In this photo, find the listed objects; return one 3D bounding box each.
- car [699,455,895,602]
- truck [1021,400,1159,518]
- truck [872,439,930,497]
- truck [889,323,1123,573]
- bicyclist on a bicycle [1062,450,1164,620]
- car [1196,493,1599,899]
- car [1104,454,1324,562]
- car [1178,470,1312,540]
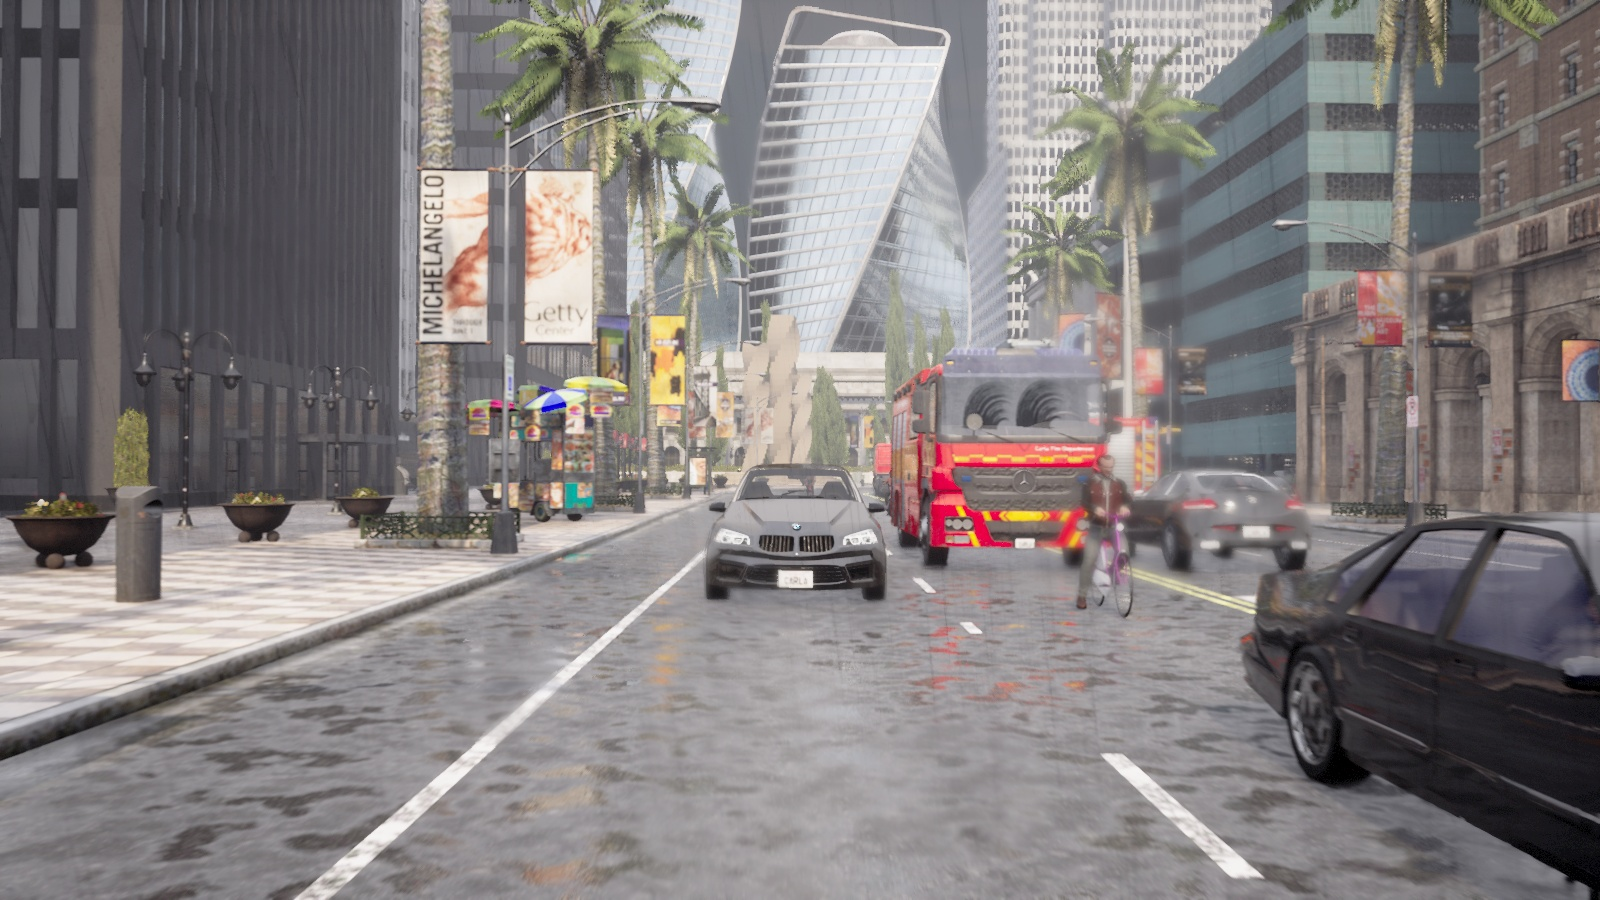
[{"bbox_3d":[-0.033,0.938,16.667,2.242,1.667,4.611,0,-1,0],"label":"car"},{"bbox_3d":[10.193,0.365,45.161,2.891,3.827,8.468,0,-1,-1],"label":"truck"},{"bbox_3d":[6.248,1.127,78.798,2.891,3.462,7.936,0,-1,-1],"label":"truck"},{"bbox_3d":[3.458,0.030,23.508,2.891,3.827,8.468,0,-1,0],"label":"truck"},{"bbox_3d":[3.469,0.907,14.061,0.659,1.776,1.843,0,-1,0],"label":"bicyclist on a bicycle"},{"bbox_3d":[3.488,0.934,5.144,2.033,1.411,5.357,0,-1,0],"label":"car"},{"bbox_3d":[6.968,0.931,21.825,2.152,1.651,5.027,0,-1,0],"label":"car"},{"bbox_3d":[10.402,1.248,29.640,1.789,1.549,3.705,0,-1,-1],"label":"car"}]
